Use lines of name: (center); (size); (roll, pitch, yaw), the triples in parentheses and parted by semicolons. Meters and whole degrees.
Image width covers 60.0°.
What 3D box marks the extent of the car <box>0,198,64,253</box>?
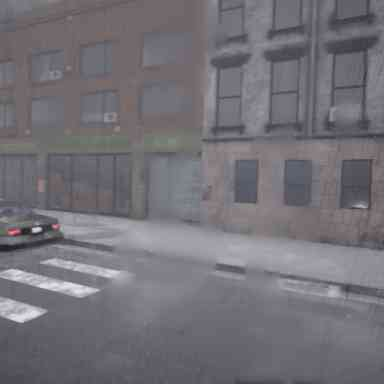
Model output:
car: (-6.100, 0.839, 9.284); (5.357, 1.411, 2.033); (4, 3, 25)
